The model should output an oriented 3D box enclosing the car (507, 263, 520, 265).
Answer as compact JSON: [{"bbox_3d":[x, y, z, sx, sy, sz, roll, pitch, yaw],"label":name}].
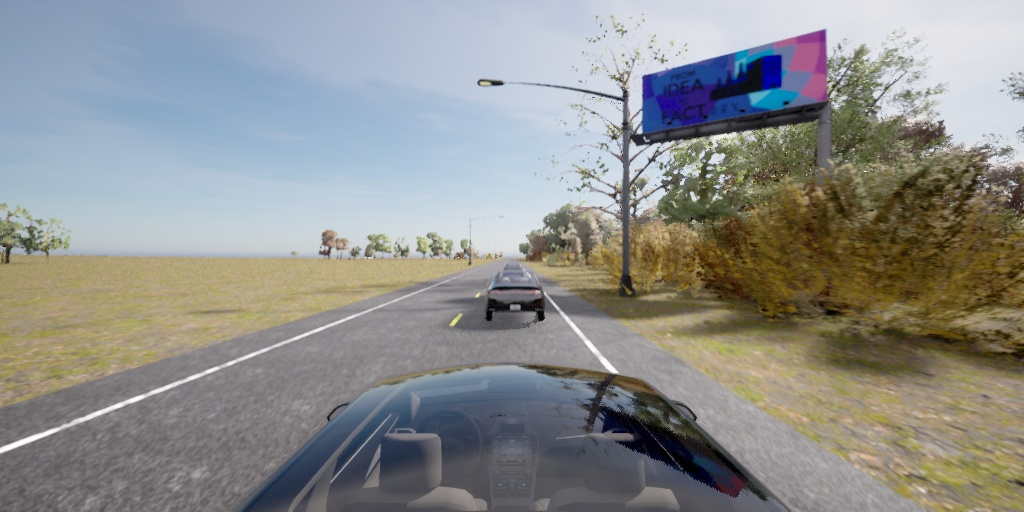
[{"bbox_3d":[0.107,1.331,34.727,1.994,1.385,4.181,0,0,0],"label":"car"}]

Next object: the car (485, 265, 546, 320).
[{"bbox_3d":[0.099,1.247,12.612,2.128,1.511,4.902,0,0,0],"label":"car"}]
